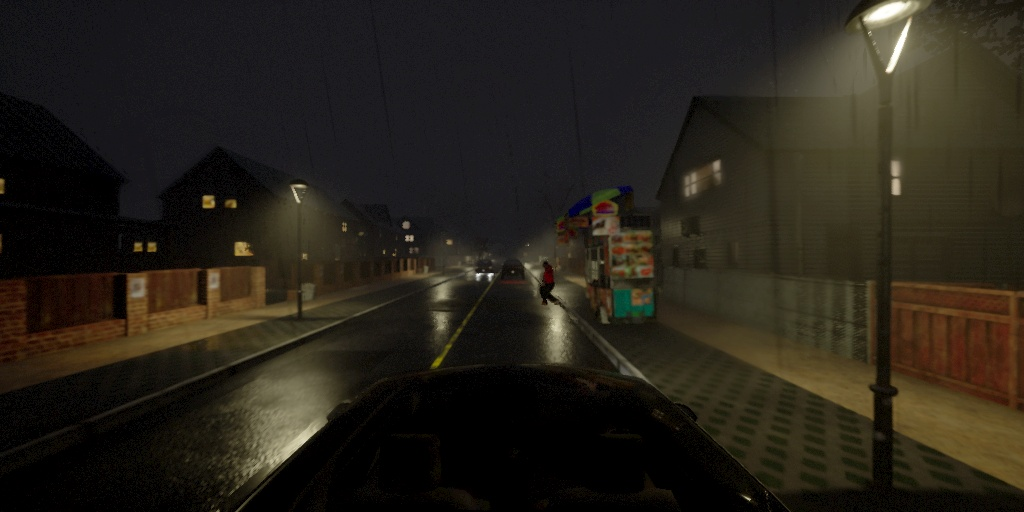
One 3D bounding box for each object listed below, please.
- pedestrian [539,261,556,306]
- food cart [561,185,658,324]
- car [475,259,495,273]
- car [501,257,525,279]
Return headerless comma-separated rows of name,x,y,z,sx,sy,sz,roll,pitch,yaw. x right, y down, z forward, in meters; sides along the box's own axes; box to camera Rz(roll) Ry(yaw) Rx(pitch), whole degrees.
pedestrian,1.339,0.959,13.531,0.375,1.860,0.375,2,-1,0
food cart,3.010,0.150,10.664,2.280,3.560,4.660,0,0,0
car,-2.843,1.051,38.392,2.033,1.411,5.357,0,0,0
car,0.081,1.035,29.810,1.882,1.535,5.008,0,1,0
